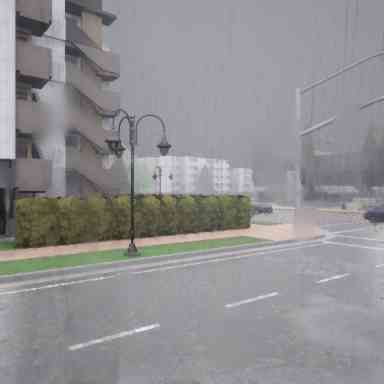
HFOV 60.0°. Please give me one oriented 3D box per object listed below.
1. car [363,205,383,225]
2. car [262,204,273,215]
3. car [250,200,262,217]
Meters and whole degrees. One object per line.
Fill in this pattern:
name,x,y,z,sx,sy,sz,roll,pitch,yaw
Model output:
car,14.014,1.525,22.298,1.812,1.442,4.674,0,0,-38
car,5.742,1.477,32.971,1.882,1.535,5.008,0,0,-36
car,3.632,1.505,29.969,1.837,1.490,4.892,0,0,-37
